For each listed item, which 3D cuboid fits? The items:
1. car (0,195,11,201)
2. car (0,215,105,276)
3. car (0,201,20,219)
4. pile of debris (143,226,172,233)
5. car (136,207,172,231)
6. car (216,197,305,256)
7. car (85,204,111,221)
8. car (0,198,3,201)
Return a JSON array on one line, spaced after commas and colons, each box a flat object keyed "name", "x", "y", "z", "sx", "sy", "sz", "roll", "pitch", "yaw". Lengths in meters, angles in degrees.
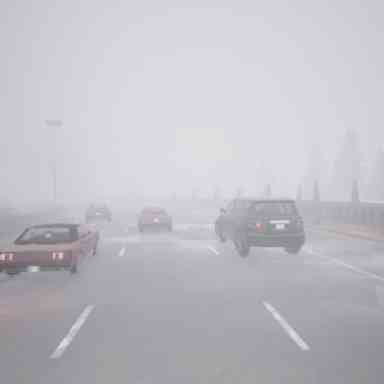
[{"name": "car", "x": -35.244, "y": 1.664, "z": 61.751, "sx": 2.150, "sy": 2.045, "sz": 5.566, "roll": -1, "pitch": 0, "yaw": -41}, {"name": "car", "x": -4.165, "y": 1.631, "z": 10.459, "sx": 1.895, "sy": 1.301, "sz": 4.718, "roll": 0, "pitch": 0, "yaw": -6}, {"name": "car", "x": -14.798, "y": 1.697, "z": 26.015, "sx": 1.994, "sy": 1.385, "sz": 4.181, "roll": 0, "pitch": 0, "yaw": -18}, {"name": "pile of debris", "x": -2.084, "y": 2.209, "z": 19.719, "sx": 1.500, "sy": 0.140, "sz": 1.860, "roll": 0, "pitch": 0, "yaw": -12}, {"name": "car", "x": -2.423, "y": 1.598, "z": 20.876, "sx": 1.994, "sy": 1.385, "sz": 4.181, "roll": 0, "pitch": 0, "yaw": -11}, {"name": "car", "x": 2.489, "y": 1.220, "z": 13.410, "sx": 2.150, "sy": 2.045, "sz": 5.566, "roll": 0, "pitch": 0, "yaw": -8}, {"name": "car", "x": -7.751, "y": 1.649, "z": 27.454, "sx": 1.994, "sy": 1.385, "sz": 4.181, "roll": 0, "pitch": 0, "yaw": -17}, {"name": "car", "x": -24.433, "y": 1.829, "z": 40.256, "sx": 1.994, "sy": 1.385, "sz": 4.181, "roll": 0, "pitch": 0, "yaw": -28}]
